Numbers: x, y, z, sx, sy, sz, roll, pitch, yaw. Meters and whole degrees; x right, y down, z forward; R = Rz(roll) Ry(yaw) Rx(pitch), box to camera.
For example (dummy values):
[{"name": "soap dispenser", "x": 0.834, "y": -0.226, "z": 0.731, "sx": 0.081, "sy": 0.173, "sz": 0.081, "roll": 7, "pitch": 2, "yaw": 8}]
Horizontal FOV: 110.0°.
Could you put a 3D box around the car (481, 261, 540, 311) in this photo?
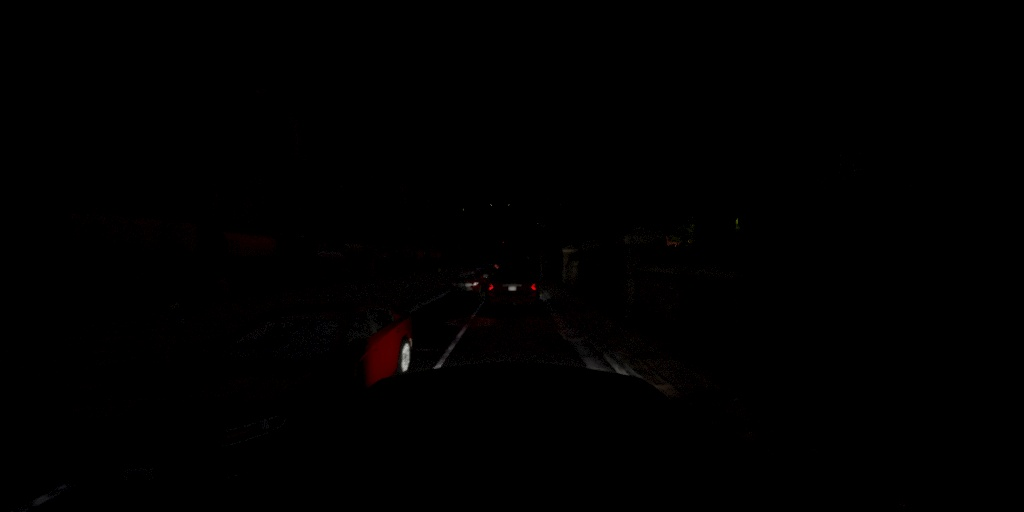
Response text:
[{"name": "car", "x": 0.029, "y": 1.241, "z": 15.269, "sx": 2.097, "sy": 1.767, "sz": 4.553, "roll": 0, "pitch": -1, "yaw": 0}]

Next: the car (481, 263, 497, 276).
[{"name": "car", "x": -2.980, "y": 1.728, "z": 47.209, "sx": 1.837, "sy": 1.490, "sz": 4.892, "roll": 0, "pitch": -1, "yaw": 0}]

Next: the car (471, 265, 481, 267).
[{"name": "car", "x": -2.614, "y": 1.457, "z": 27.478, "sx": 1.967, "sy": 1.591, "sz": 4.097, "roll": 0, "pitch": 0, "yaw": 0}]

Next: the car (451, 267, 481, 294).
[{"name": "car", "x": -2.619, "y": 1.540, "z": 21.802, "sx": 1.802, "sy": 1.307, "sz": 4.207, "roll": 0, "pitch": 0, "yaw": 0}]

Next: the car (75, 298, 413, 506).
[{"name": "car", "x": -2.634, "y": 1.327, "z": 4.777, "sx": 1.888, "sy": 1.381, "sz": 4.507, "roll": 0, "pitch": 0, "yaw": 0}]
